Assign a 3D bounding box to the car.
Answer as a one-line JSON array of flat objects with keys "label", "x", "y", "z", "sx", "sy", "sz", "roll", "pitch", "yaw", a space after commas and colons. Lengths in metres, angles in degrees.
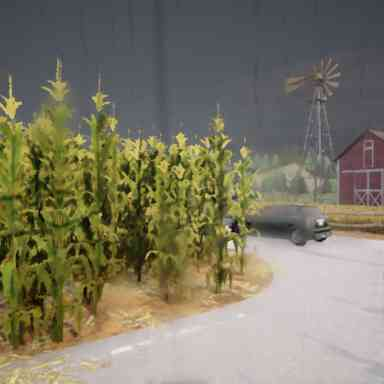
[{"label": "car", "x": 4.063, "y": 1.382, "z": 15.776, "sx": 2.097, "sy": 1.767, "sz": 4.553, "roll": 0, "pitch": -1, "yaw": -43}]
